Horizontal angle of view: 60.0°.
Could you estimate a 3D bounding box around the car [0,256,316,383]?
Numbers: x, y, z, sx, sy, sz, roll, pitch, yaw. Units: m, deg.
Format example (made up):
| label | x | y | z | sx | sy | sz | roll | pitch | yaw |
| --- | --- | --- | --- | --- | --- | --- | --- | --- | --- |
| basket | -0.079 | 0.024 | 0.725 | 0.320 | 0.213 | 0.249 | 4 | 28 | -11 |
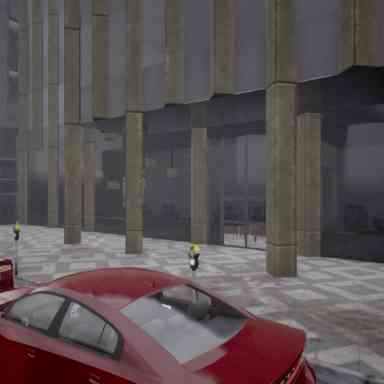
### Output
| label | x | y | z | sx | sy | sz | roll | pitch | yaw |
| --- | --- | --- | --- | --- | --- | --- | --- | --- | --- |
| car | -1.023 | 1.545 | 3.694 | 4.507 | 1.381 | 1.887 | 0 | 0 | 36 |
